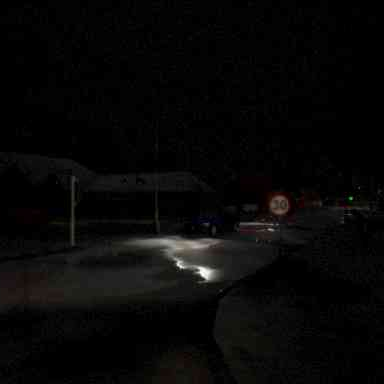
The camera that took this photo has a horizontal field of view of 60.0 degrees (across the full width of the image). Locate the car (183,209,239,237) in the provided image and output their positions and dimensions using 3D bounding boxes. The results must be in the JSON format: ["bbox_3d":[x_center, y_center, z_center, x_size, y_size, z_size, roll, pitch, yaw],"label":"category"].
[{"bbox_3d":[1.311,1.846,21.089,1.882,1.535,5.008,0,-1,31],"label":"car"}]

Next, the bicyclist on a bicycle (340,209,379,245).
[{"bbox_3d":[7.782,1.641,15.552,1.656,1.620,0.582,-1,-1,31],"label":"bicyclist on a bicycle"}]

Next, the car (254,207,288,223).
[{"bbox_3d":[7.686,2.114,31.726,2.033,1.411,5.357,0,-1,31],"label":"car"}]
